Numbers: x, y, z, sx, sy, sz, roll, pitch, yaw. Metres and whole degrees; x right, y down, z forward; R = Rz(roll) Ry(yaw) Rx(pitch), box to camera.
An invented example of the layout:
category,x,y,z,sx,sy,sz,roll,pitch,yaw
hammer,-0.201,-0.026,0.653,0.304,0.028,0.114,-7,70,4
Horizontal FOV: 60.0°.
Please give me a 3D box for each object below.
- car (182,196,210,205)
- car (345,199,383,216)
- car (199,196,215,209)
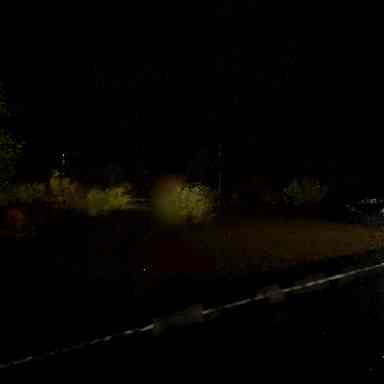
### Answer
category,x,y,z,sx,sy,sz,roll,pitch,yaw
car,0.623,1.339,53.118,1.895,1.301,4.718,0,0,-37
car,17.049,1.362,31.486,2.128,1.511,4.902,0,0,-37
car,0.526,1.357,41.681,2.033,1.411,5.357,0,0,-37
